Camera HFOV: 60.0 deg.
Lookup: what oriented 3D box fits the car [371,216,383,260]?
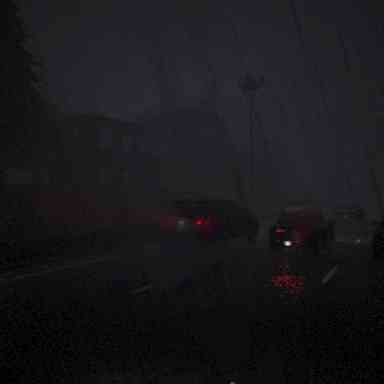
[{"bbox_3d":[7.657,1.552,12.006,1.837,1.490,4.892,0,0,32],"label":"car"}]

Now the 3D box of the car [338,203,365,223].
[{"bbox_3d":[12.587,1.595,26.565,2.128,1.511,4.902,0,0,32],"label":"car"}]

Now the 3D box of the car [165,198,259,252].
[{"bbox_3d":[1.059,1.283,14.671,2.150,2.045,5.566,0,0,32],"label":"car"}]

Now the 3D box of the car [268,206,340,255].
[{"bbox_3d":[4.681,1.561,13.848,1.837,1.490,4.892,0,0,32],"label":"car"}]

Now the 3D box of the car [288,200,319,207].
[{"bbox_3d":[9.570,1.463,28.340,2.097,1.767,4.553,0,0,32],"label":"car"}]
